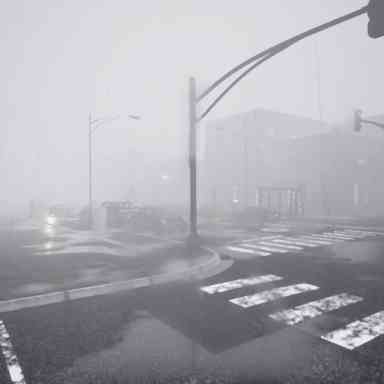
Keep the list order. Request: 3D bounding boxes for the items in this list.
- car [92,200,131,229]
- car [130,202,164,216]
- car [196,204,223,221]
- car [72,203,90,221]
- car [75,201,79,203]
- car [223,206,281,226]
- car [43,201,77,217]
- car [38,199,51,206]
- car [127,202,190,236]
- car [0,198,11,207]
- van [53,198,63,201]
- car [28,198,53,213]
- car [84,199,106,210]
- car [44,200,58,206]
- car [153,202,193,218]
[{"bbox_3d":[-5.346,1.614,24.862,2.192,1.841,5.009,-1,0,-36],"label":"car"},{"bbox_3d":[-5.289,1.908,38.893,2.008,1.369,4.403,-2,0,-36],"label":"car"},{"bbox_3d":[1.303,1.750,29.917,1.752,1.417,4.829,-2,0,-36],"label":"car"},{"bbox_3d":[-8.688,1.917,29.419,2.008,1.369,4.403,-1,0,-36],"label":"car"},{"bbox_3d":[-22.022,2.276,61.677,1.802,1.307,4.206,-2,0,-36],"label":"car"},{"bbox_3d":[4.752,1.721,25.223,1.947,1.339,4.313,-2,0,-36],"label":"car"},{"bbox_3d":[-15.381,2.052,38.532,2.008,1.369,4.403,-1,0,-36],"label":"car"},{"bbox_3d":[-35.509,2.492,80.041,1.752,1.417,4.829,-2,0,-36],"label":"car"},{"bbox_3d":[-1.996,1.672,20.306,1.967,1.590,4.097,-1,0,-36],"label":"car"},{"bbox_3d":[-42.193,2.356,74.961,2.192,1.841,5.009,-1,0,-36],"label":"car"},{"bbox_3d":[-28.720,2.170,70.790,1.690,1.788,3.998,-2,0,-36],"label":"van"},{"bbox_3d":[-22.080,1.951,47.645,2.192,1.841,5.009,-1,0,-36],"label":"car"},{"bbox_3d":[-15.332,1.999,52.563,1.967,1.590,4.097,-2,0,-36],"label":"car"},{"bbox_3d":[-32.062,2.442,75.347,1.887,1.381,4.507,-2,0,-36],"label":"car"},{"bbox_3d":[-2.044,1.817,34.473,1.752,1.417,4.829,-2,0,-36],"label":"car"}]
